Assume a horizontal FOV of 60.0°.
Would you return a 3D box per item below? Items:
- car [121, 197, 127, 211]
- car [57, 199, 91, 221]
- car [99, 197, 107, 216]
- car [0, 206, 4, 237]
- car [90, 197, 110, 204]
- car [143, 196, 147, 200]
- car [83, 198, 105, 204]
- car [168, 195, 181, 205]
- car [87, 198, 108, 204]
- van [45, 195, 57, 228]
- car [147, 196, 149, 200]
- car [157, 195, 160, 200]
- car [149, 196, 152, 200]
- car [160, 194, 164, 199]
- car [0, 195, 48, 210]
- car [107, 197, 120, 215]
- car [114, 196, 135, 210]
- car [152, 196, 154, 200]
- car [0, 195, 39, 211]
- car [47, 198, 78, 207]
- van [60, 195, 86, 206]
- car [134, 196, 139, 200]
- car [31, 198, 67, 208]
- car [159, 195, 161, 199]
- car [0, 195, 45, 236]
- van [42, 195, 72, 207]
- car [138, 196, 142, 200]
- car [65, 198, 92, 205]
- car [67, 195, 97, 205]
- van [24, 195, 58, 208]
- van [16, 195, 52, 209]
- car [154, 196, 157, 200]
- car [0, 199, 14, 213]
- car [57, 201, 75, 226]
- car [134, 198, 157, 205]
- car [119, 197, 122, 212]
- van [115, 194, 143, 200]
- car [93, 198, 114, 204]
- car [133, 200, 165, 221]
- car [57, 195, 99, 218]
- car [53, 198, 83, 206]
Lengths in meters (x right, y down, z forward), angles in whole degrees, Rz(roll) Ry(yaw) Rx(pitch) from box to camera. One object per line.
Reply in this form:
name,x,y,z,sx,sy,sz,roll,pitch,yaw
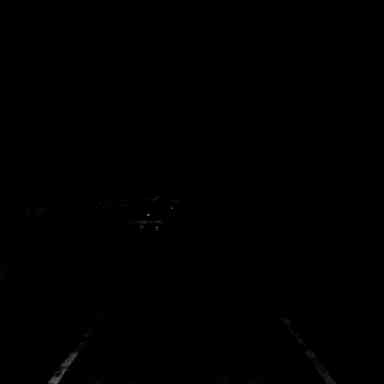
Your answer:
car,-10.301,1.601,37.754,4.892,1.521,2.231,0,-1,0
car,-10.299,1.471,23.873,5.008,1.535,2.097,0,-1,0
car,-10.269,1.397,29.427,4.553,1.767,2.185,0,-1,0
car,-10.342,1.427,12.795,4.792,1.488,2.163,0,0,0
car,-23.370,2.115,84.822,4.553,1.767,2.185,0,-1,0
car,-10.311,1.784,54.410,4.792,1.488,2.163,0,-1,0
car,-23.340,2.184,79.404,4.674,1.452,2.002,0,-1,0
car,-3.361,1.952,69.065,1.812,1.442,4.674,0,-1,0
car,-23.311,2.223,82.174,4.792,1.488,2.163,0,-1,0
van,-10.192,1.194,18.323,4.442,1.987,1.878,0,-1,0
car,-10.311,1.657,57.185,4.553,1.767,2.185,0,-1,0
car,-10.083,1.990,71.055,5.366,1.575,1.946,0,-1,0
car,-10.271,1.815,59.963,4.892,1.521,2.231,0,-1,0
car,-10.291,1.892,79.387,5.566,2.045,2.435,0,-1,0
car,-23.340,1.427,46.179,5.566,2.045,2.435,0,-1,0
car,-10.113,1.545,32.202,5.366,1.575,1.946,0,-1,0
car,-10.107,1.622,40.529,5.366,1.575,1.946,0,-1,0
car,-10.461,1.849,62.730,5.366,1.575,1.946,0,-1,0
car,-23.342,1.401,43.409,5.566,2.045,2.435,0,-1,0
car,-23.386,1.845,60.024,4.792,1.488,2.163,0,-1,0
van,-23.470,1.669,65.438,4.442,1.987,1.878,0,-1,0
car,-10.259,1.706,46.082,4.792,1.488,2.163,0,-1,0
car,-23.367,1.755,54.486,5.008,1.535,2.097,0,-1,0
car,-10.450,2.090,76.606,5.366,1.575,1.946,0,-1,0
car,-10.340,1.143,15.547,5.566,2.045,2.435,0,-1,0
van,-23.251,1.558,57.274,4.442,1.987,1.878,0,-1,0
car,-10.257,1.732,48.858,4.792,1.488,2.163,0,-1,0
car,-23.322,1.974,68.327,4.792,1.488,2.163,0,-1,0
car,-23.377,1.743,71.101,5.566,2.045,2.435,0,-1,0
van,-23.480,1.504,51.719,4.442,1.987,1.878,0,-1,0
van,-23.249,1.478,48.949,4.442,1.987,1.878,0,-1,0
car,-10.088,1.891,65.383,5.366,1.575,1.946,0,-1,0
car,-23.368,1.601,37.866,5.008,1.535,2.097,0,-1,0
car,-10.310,1.485,21.097,4.674,1.452,2.002,0,-1,0
car,-10.273,2.044,73.830,4.892,1.521,2.231,0,-1,0
car,-10.290,1.575,34.978,4.892,1.521,2.231,0,-1,0
van,-10.400,1.502,51.636,4.442,1.987,1.878,0,-1,0
car,-23.331,2.290,87.590,5.008,1.535,2.097,0,-1,0
car,-3.357,1.577,27.536,1.994,1.385,4.181,0,0,0
car,-10.271,1.371,26.651,4.553,1.767,2.185,0,-1,0
car,-23.384,1.881,62.663,4.792,1.488,2.163,0,-1,0
